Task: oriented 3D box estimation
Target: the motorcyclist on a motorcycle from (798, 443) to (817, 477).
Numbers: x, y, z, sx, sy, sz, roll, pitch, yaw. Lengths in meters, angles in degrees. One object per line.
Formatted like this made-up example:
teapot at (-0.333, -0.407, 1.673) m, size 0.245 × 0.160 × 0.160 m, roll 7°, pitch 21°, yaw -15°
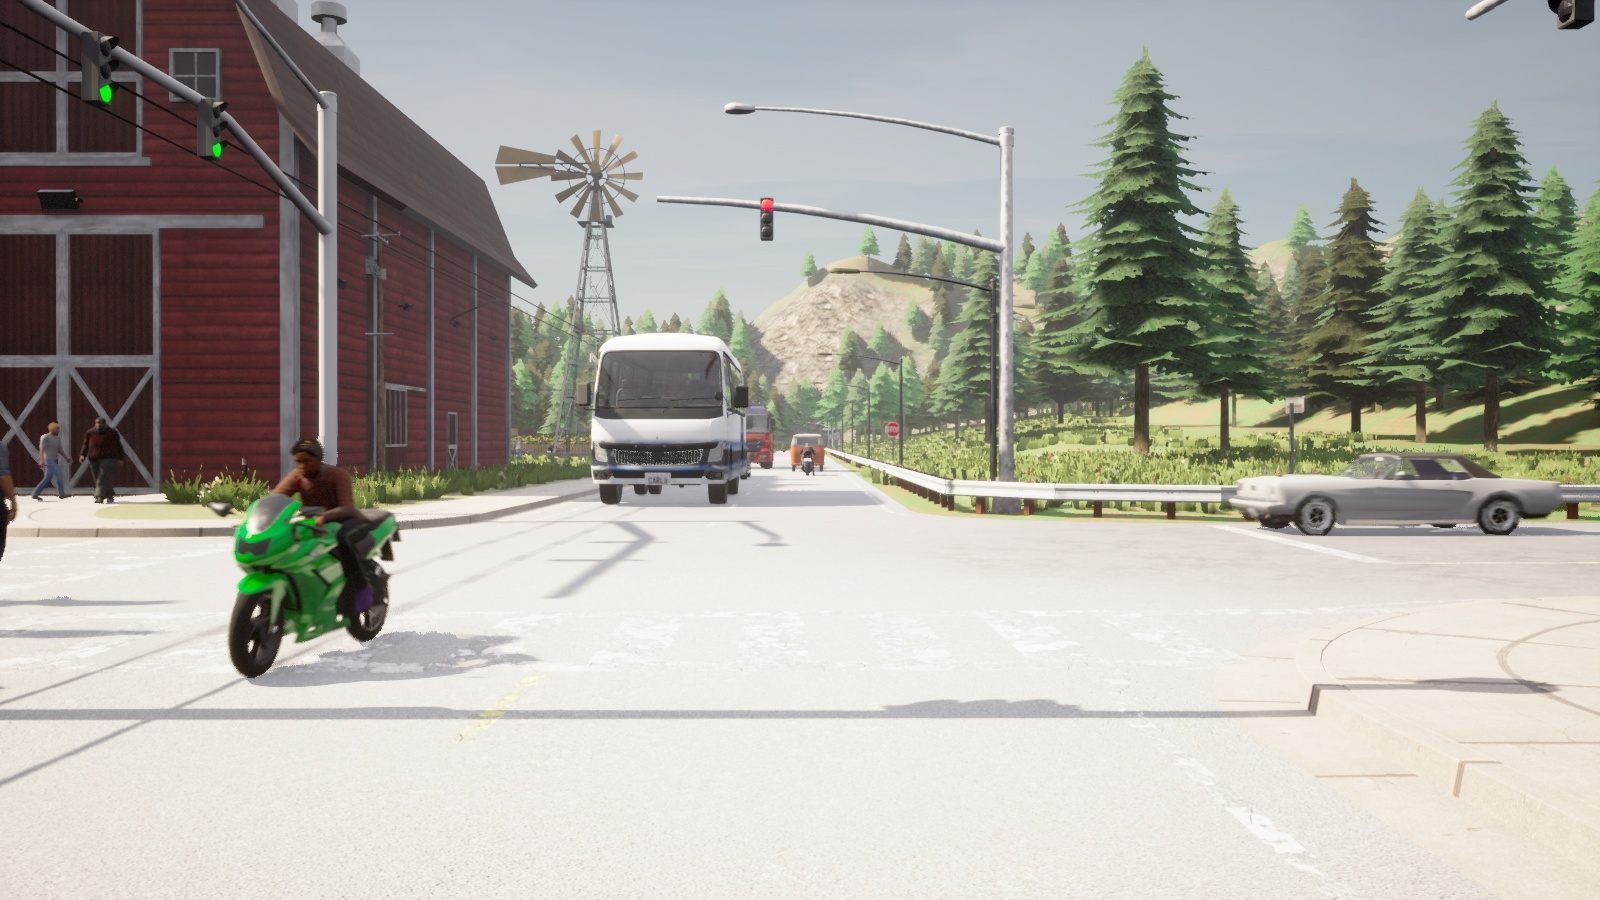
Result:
motorcyclist on a motorcycle at (0.346, 0.457, 57.476) m, size 0.866 × 1.530 × 2.191 m, roll 0°, pitch 0°, yaw 0°

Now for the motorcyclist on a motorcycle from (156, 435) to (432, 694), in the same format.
motorcyclist on a motorcycle at (-3.342, 0.671, 8.547) m, size 0.797 × 1.523 × 2.044 m, roll 1°, pitch 1°, yaw 9°

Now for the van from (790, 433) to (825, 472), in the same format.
van at (0.398, 0.125, 66.402) m, size 1.775 × 1.987 × 4.442 m, roll 0°, pitch 0°, yaw 0°

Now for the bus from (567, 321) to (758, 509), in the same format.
bus at (-3.290, -0.823, 33.683) m, size 3.944 × 4.253 × 10.273 m, roll 0°, pitch 0°, yaw 0°

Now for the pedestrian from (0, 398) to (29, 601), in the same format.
pedestrian at (-7.590, 0.450, 11.625) m, size 0.540 × 1.848 × 0.694 m, roll 0°, pitch 0°, yaw -9°

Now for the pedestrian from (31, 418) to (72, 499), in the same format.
pedestrian at (-17.131, 0.187, 28.749) m, size 0.706 × 1.836 × 0.354 m, roll 0°, pitch 0°, yaw -3°

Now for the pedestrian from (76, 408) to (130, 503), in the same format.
pedestrian at (-13.733, 0.110, 24.769) m, size 0.634 × 1.844 × 0.899 m, roll 0°, pitch 0°, yaw -6°

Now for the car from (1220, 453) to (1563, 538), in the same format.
car at (9.543, 0.712, 20.517) m, size 4.718 × 1.301 × 1.895 m, roll 0°, pitch 0°, yaw -1°

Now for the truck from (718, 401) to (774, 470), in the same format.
truck at (-3.060, -0.836, 73.661) m, size 2.891 × 3.827 × 8.468 m, roll 0°, pitch 0°, yaw 0°
